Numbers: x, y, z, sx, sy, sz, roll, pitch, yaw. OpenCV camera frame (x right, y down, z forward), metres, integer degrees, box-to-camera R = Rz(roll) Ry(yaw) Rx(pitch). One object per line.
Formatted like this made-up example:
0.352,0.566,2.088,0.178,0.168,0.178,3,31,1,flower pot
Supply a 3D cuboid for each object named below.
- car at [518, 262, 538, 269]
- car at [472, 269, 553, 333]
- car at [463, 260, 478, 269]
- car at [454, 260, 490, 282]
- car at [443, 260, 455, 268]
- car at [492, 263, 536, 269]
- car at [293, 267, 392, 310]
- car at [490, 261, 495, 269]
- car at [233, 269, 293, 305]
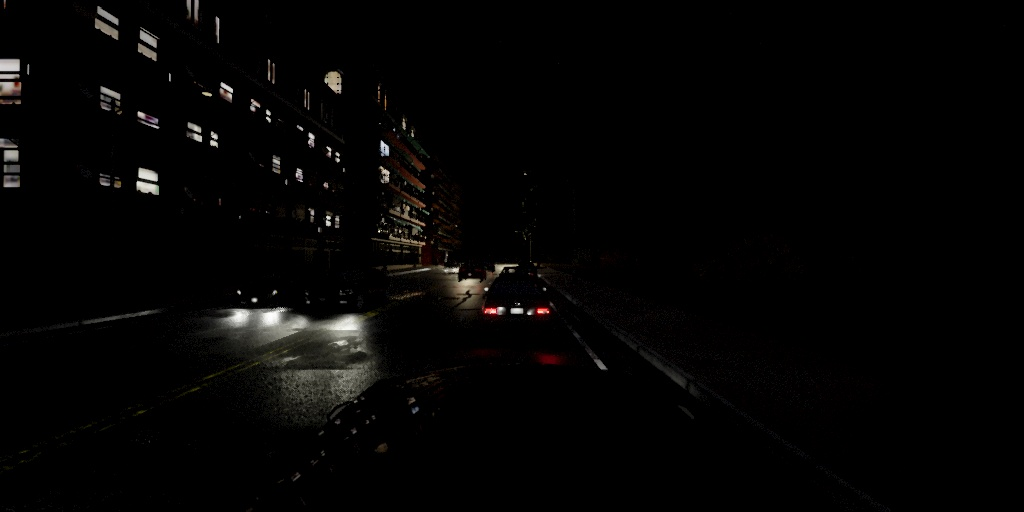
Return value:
1.152,1.259,30.803,1.837,1.490,4.892,0,0,0,car
0.107,1.299,10.674,2.033,1.411,5.357,0,0,0,car
-6.562,1.353,57.270,1.895,1.301,4.718,0,0,0,car
-3.136,1.231,29.058,1.882,1.535,5.008,0,0,0,car
-9.805,1.316,58.232,1.994,1.385,4.181,0,0,0,car
0.109,1.301,21.035,2.033,1.411,5.357,0,0,0,car
-6.592,1.230,14.961,1.882,1.535,5.008,0,0,0,car
-3.127,1.280,45.154,1.812,1.442,4.674,0,0,0,car
-9.843,1.300,16.363,2.033,1.411,5.357,0,0,0,car
